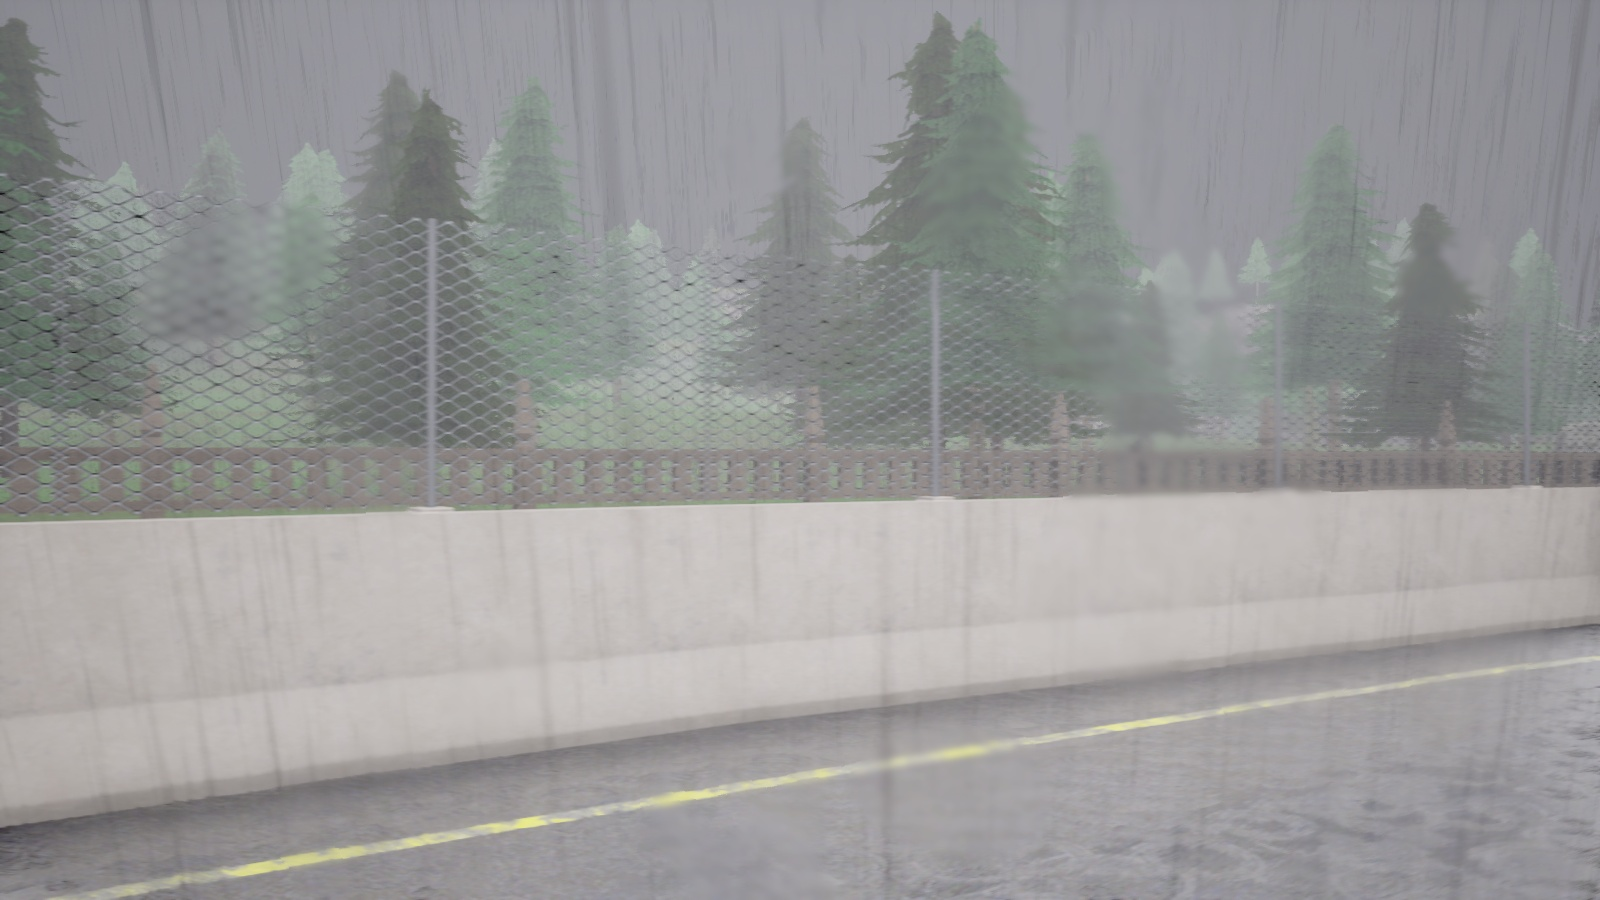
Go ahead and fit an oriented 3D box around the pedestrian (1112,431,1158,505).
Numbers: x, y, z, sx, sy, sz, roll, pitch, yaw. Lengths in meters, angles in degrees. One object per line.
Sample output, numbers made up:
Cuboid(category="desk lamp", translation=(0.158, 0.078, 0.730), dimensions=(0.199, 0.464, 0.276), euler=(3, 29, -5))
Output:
Cuboid(category="pedestrian", translation=(8.446, 0.452, 31.660), dimensions=(0.899, 1.844, 0.634), euler=(0, 0, -22))
